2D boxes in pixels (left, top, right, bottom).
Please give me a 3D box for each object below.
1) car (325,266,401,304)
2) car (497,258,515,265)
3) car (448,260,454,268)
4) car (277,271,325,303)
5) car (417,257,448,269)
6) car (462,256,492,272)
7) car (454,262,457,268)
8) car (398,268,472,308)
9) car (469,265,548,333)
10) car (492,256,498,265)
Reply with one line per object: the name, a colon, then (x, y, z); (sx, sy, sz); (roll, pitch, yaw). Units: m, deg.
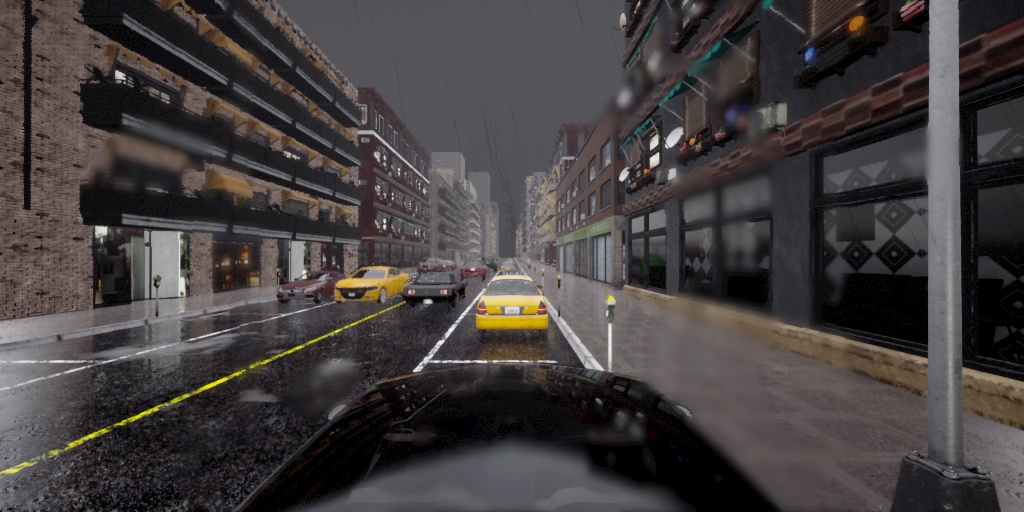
car: (-6.246, 1.228, 16.459); (1.882, 1.535, 5.008); (0, 0, 0)
car: (-0.456, 1.275, 39.173); (1.751, 1.417, 4.829); (0, 0, 0)
car: (-8.837, 1.188, 44.643); (1.967, 1.591, 4.097); (0, 0, 0)
car: (-8.837, 1.333, 16.462); (1.802, 1.307, 4.207); (0, 0, 0)
car: (-8.837, 1.064, 39.007); (2.192, 1.841, 5.009); (0, 0, 0)
car: (-3.146, 1.102, 30.875); (2.097, 1.767, 4.553); (0, 0, 0)
car: (-8.837, 1.293, 50.280); (1.888, 1.381, 4.507); (0, 0, 0)
car: (-3.045, 1.351, 15.247); (1.895, 1.301, 4.718); (0, 0, 0)
car: (0.005, 1.207, 10.689); (1.801, 1.575, 5.366); (0, 0, 0)
car: (-3.044, 0.970, 47.494); (2.150, 2.045, 5.566); (0, 0, 0)
